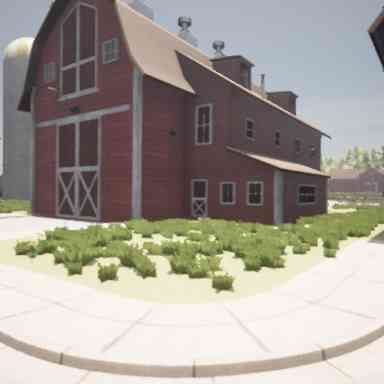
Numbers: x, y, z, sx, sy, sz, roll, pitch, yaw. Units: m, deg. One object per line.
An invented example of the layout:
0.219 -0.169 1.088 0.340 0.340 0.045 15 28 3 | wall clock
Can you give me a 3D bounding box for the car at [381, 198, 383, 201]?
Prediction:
34.138 1.628 58.094 1.816 1.474 4.193 1 0 36 | car
